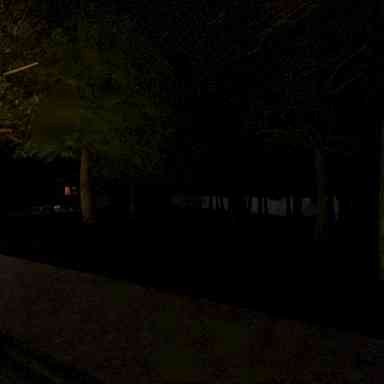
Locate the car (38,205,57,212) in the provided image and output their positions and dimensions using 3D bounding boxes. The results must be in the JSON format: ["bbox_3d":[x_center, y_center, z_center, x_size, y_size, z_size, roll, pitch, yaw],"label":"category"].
[{"bbox_3d":[-33.410,3.852,77.215,1.837,1.490,4.892,0,-2,-9],"label":"car"}]

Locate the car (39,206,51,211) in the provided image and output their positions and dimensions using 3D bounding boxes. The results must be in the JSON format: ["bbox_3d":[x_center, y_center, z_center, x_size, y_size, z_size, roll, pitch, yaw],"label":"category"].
[{"bbox_3d":[-38.329,4.236,86.963,1.994,1.385,4.181,0,-2,-9],"label":"car"}]

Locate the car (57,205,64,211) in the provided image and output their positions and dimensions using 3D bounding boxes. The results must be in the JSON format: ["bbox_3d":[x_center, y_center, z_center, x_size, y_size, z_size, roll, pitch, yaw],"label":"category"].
[{"bbox_3d":[-35.124,4.201,87.499,2.128,1.511,4.902,0,-2,-9],"label":"car"}]

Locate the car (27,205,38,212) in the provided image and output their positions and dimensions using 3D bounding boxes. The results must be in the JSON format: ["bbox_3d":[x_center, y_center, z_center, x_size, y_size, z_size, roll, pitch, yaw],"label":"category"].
[{"bbox_3d":[-36.678,3.877,77.058,1.837,1.490,4.892,0,-2,-9],"label":"car"}]
